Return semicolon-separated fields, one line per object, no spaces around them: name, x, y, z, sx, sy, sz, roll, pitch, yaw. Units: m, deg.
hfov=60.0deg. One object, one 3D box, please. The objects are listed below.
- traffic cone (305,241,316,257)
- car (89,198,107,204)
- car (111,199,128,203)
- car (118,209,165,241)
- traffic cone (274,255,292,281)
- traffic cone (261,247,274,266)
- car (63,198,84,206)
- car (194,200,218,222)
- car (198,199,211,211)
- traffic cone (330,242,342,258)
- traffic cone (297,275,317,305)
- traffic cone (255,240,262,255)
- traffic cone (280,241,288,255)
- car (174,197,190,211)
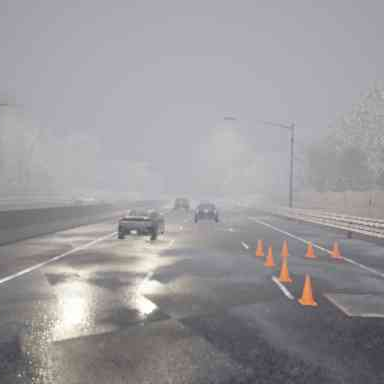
traffic cone;4.700;2.259;13.211;0.340;0.580;0.340;2;-1;2
car;-15.589;1.803;55.491;1.812;1.442;4.674;2;-1;2
car;-12.092;1.857;55.512;1.882;1.535;5.008;2;-1;2
car;-2.567;1.639;17.645;2.128;1.511;4.902;2;-1;2
traffic cone;2.584;2.147;9.273;0.340;0.580;0.340;2;-1;2
traffic cone;2.642;2.174;11.272;0.340;0.580;0.340;2;-1;2
car;-19.137;1.643;53.935;2.128;1.511;4.902;2;-1;2
car;1.325;1.784;30.814;2.097;1.767;4.553;2;-1;2
car;2.038;2.136;54.927;2.097;1.767;4.553;2;-1;2
traffic cone;5.699;2.287;13.181;0.340;0.580;0.340;2;-1;2
traffic cone;2.524;2.121;7.274;0.340;0.580;0.340;2;-1;2
traffic cone;2.702;2.201;13.271;0.340;0.580;0.340;2;-1;2
traffic cone;3.701;2.230;13.241;0.340;0.580;0.340;2;-1;2
car;-1.531;1.867;52.451;2.150;2.045;5.566;2;-1;2
